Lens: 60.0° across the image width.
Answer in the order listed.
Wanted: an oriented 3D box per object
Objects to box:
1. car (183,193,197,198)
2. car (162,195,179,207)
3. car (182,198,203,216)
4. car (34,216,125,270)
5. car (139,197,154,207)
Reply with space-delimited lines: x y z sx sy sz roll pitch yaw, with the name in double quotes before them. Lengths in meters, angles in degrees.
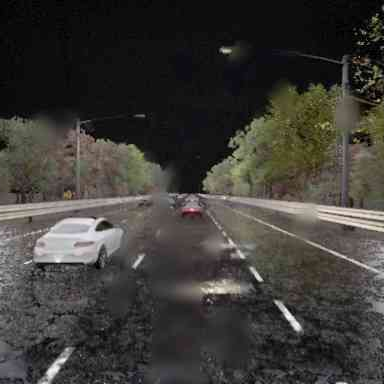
"car" 0.025 1.383 51.340 2.097 1.767 4.553 0 0 0
"car" -3.474 1.596 51.470 1.994 1.385 4.181 0 0 0
"car" 0.017 1.582 32.506 1.994 1.385 4.181 0 0 0
"car" -3.495 1.532 10.987 1.812 1.442 4.674 0 0 0
"car" -6.975 1.538 51.537 1.837 1.490 4.892 0 0 0
